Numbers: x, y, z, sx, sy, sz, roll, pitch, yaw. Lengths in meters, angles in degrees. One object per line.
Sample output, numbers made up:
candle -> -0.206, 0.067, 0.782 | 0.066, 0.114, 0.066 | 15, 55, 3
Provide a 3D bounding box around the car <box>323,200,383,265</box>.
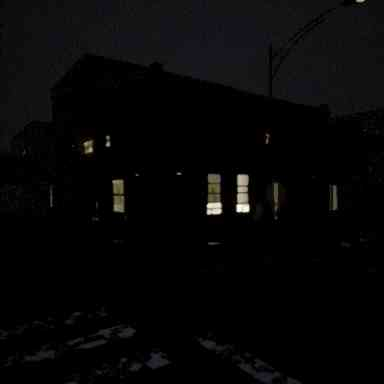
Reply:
car -> 6.564, 1.222, 11.252 | 5.009, 1.841, 2.192 | -1, 0, -36
